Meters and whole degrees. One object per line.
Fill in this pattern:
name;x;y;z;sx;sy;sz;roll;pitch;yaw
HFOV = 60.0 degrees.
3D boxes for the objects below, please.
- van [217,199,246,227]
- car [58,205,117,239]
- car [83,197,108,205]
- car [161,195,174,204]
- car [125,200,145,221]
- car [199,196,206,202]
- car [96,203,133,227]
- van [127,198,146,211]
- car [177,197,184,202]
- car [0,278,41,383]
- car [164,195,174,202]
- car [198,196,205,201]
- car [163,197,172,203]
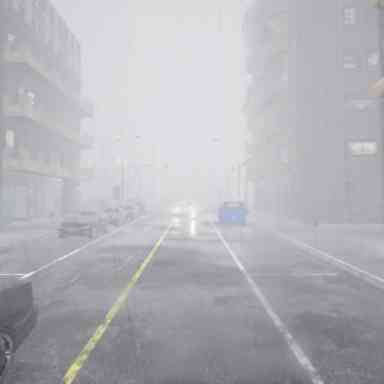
van;2.708;1.430;23.357;1.690;1.788;3.998;1;0;0
car;-5.643;1.618;17.762;2.008;1.369;4.403;1;0;0
car;-16.491;1.711;57.030;4.097;1.590;1.967;0;-1;0
car;-5.674;1.711;72.450;1.967;1.590;4.097;1;0;0
car;-5.643;1.675;28.843;1.947;1.339;4.313;1;0;0
car;2.703;1.895;83.662;1.802;1.307;4.206;1;0;0
car;-5.643;1.670;23.303;1.802;1.307;4.206;1;0;0
van;-5.809;1.470;34.385;1.690;1.788;3.998;1;0;0
car;-3.000;1.929;89.322;1.895;1.301;4.718;0;0;0
car;-3.099;1.557;2.484;2.033;1.411;5.357;0;0;0
car;-5.671;1.627;83.601;2.192;1.841;5.009;1;0;0
car;2.705;1.881;94.988;1.752;1.417;4.829;1;0;0
car;-5.677;1.873;78.025;1.802;1.307;4.206;1;0;0
